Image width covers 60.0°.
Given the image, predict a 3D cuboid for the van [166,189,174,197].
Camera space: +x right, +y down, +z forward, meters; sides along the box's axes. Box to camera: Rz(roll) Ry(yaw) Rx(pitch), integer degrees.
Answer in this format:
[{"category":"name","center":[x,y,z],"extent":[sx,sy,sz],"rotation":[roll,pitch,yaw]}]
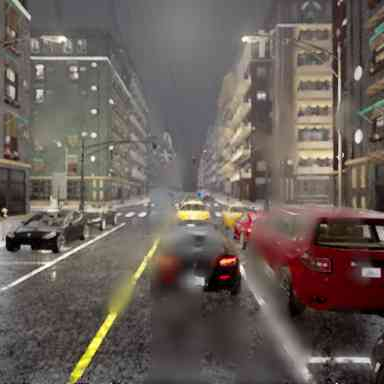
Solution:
[{"category":"van","center":[-5.462,0.253,84.272],"extent":[1.690,1.788,3.998],"rotation":[2,1,0]}]

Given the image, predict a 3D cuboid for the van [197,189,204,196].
[{"category":"van","center":[2.394,0.140,95.273],"extent":[1.690,1.788,3.998],"rotation":[1,1,0]}]

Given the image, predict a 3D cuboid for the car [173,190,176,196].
[{"category":"car","center":[-5.457,0.537,78.742],"extent":[1.947,1.339,4.313],"rotation":[2,1,0]}]

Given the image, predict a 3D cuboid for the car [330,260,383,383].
[{"category":"car","center":[2.584,1.526,1.516],"extent":[2.008,1.369,4.403],"rotation":[2,1,0]}]

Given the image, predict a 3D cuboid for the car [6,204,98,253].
[{"category":"car","center":[-5.320,1.375,12.834],"extent":[1.947,1.339,4.313],"rotation":[2,1,0]}]

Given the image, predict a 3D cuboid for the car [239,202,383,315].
[{"category":"car","center":[2.579,1.206,7.177],"extent":[2.192,1.841,5.009],"rotation":[2,1,0]}]

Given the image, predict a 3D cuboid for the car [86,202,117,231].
[{"category":"car","center":[-5.331,1.279,18.498],"extent":[2.008,1.369,4.403],"rotation":[2,1,0]}]

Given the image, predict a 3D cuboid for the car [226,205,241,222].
[{"category":"car","center":[2.560,1.391,12.845],"extent":[1.802,1.307,4.206],"rotation":[2,1,0]}]

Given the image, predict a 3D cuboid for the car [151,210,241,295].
[{"category":"car","center":[0.084,1.401,8.246],"extent":[1.812,1.442,4.674],"rotation":[0,1,0]}]

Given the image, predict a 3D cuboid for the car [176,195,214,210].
[{"category":"car","center":[0.062,1.182,18.707],"extent":[1.801,1.575,5.366],"rotation":[0,1,0]}]

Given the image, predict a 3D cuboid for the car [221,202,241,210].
[{"category":"car","center":[2.550,1.251,18.678],"extent":[1.752,1.417,4.829],"rotation":[2,1,0]}]

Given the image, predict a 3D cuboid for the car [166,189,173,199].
[{"category":"car","center":[-5.433,0.647,67.669],"extent":[2.008,1.369,4.403],"rotation":[2,1,0]}]

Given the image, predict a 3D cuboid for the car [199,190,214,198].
[{"category":"car","center":[2.481,0.843,50.989],"extent":[1.887,1.381,4.507],"rotation":[1,1,0]}]

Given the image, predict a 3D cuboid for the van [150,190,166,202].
[{"category":"van","center":[-5.392,0.639,51.065],"extent":[1.690,1.788,3.998],"rotation":[2,1,0]}]

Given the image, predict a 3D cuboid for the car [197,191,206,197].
[{"category":"car","center":[2.411,0.478,84.203],"extent":[1.947,1.339,4.313],"rotation":[1,1,0]}]

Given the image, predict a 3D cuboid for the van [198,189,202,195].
[{"category":"van","center":[2.463,0.503,62.058],"extent":[1.690,1.788,3.998],"rotation":[1,1,0]}]

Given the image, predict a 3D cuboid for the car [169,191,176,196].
[{"category":"car","center":[-5.490,0.325,95.175],"extent":[1.752,1.417,4.829],"rotation":[2,1,0]}]
